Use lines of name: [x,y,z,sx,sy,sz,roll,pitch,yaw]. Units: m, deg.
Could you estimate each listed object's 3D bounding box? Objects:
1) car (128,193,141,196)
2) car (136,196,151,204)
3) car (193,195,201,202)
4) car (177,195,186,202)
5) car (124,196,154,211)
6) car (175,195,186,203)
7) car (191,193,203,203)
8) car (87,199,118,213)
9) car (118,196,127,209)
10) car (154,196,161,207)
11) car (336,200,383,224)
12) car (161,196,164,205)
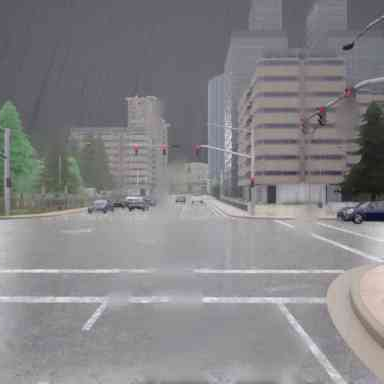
car: [-9.660,1.221,55.454,2.150,2.045,5.566,0,0,1]
car: [-9.511,1.491,65.686,2.128,1.511,4.902,0,0,1]
car: [1.132,1.521,76.600,1.812,1.442,4.674,0,0,1]
car: [-2.361,1.478,77.288,1.882,1.535,5.008,0,0,1]
car: [-6.325,1.547,40.272,2.033,1.411,5.357,0,0,1]
car: [-2.349,1.564,68.332,1.994,1.385,4.181,0,0,1]
car: [1.037,1.221,66.915,2.150,2.045,5.566,0,0,1]
car: [-9.847,1.526,36.394,1.812,1.442,4.674,0,0,1]
car: [-9.773,1.601,45.494,1.895,1.301,4.718,0,0,1]
car: [-6.231,1.564,49.479,1.994,1.385,4.181,0,0,0]
car: [12.948,1.352,24.066,4.553,1.767,2.097,0,0,1]
car: [-6.105,1.477,59.936,1.882,1.535,5.008,0,0,0]
